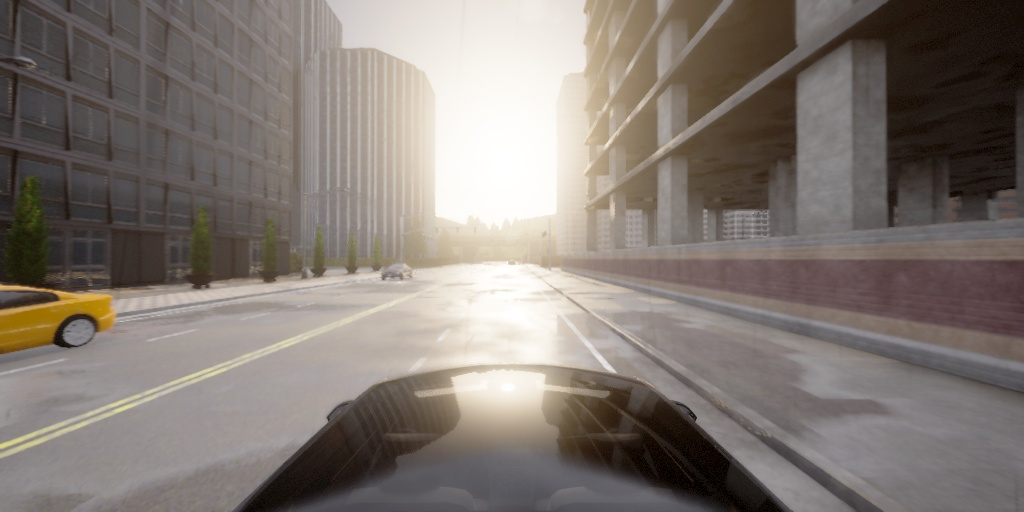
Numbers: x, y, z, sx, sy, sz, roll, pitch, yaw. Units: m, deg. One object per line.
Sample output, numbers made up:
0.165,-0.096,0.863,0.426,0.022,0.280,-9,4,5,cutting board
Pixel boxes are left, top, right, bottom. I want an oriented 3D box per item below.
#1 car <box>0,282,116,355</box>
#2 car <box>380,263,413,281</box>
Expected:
-10.500,1.303,6.493,1.882,1.535,5.008,0,1,0,car
-10.508,1.416,33.078,1.812,1.442,4.674,0,0,0,car
